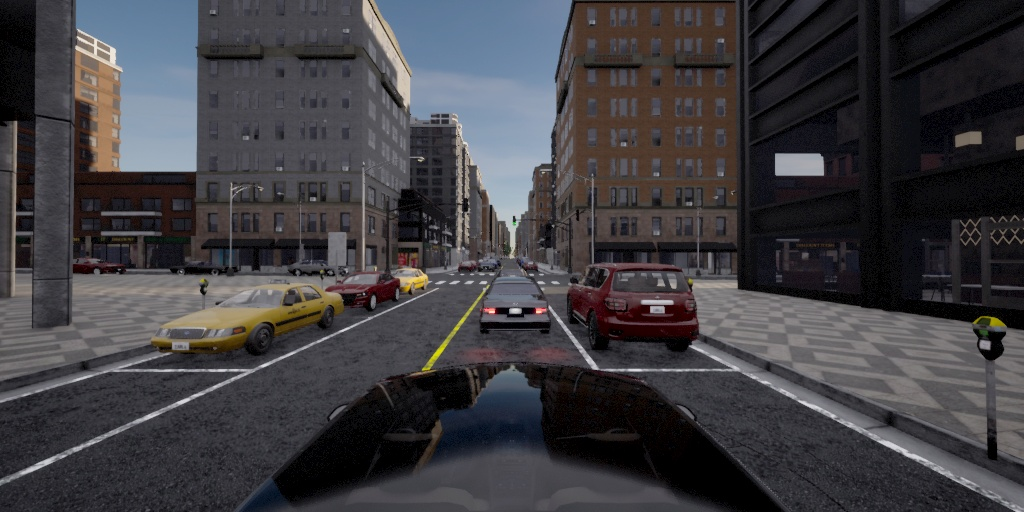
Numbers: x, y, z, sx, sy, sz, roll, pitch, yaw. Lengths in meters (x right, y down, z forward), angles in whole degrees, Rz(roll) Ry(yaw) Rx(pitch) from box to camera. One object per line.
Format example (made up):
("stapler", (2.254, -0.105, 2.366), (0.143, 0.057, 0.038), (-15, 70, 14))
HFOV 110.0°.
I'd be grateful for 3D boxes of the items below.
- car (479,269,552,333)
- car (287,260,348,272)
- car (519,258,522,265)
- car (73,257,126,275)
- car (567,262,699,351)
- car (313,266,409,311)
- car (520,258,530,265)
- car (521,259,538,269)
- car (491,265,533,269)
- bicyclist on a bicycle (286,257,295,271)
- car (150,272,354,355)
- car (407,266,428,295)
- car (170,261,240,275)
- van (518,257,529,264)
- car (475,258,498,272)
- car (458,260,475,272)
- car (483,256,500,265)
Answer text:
("car", (0.060, 1.299, 10.679), (2.033, 1.411, 5.357), (0, 0, 0))
("car", (-16.864, 1.092, 31.321), (4.902, 1.511, 2.128), (1, -1, 0))
("car", (2.470, 1.346, 58.564), (1.802, 1.307, 4.207), (0, 0, 0))
("car", (-36.856, 0.897, 31.382), (5.008, 1.535, 1.882), (1, -1, 0))
("car", (2.644, 1.066, 8.949), (2.192, 1.841, 5.009), (0, 0, 0))
("car", (-5.902, 1.298, 14.553), (1.888, 1.381, 4.507), (0, 0, 0))
("car", (2.490, 1.344, 52.891), (1.802, 1.307, 4.207), (0, 0, 0))
("car", (2.510, 1.343, 47.218), (1.802, 1.307, 4.207), (0, 0, 0))
("car", (0.005, 1.355, 20.602), (1.895, 1.301, 4.718), (0, 0, 0))
("bicyclist on a bicycle", (-23.138, 0.909, 37.578), (0.582, 1.620, 1.656), (0, 0, 0))
("car", (-5.881, 1.277, 8.758), (1.751, 1.417, 4.829), (0, 0, 0))
("car", (-5.921, 1.279, 20.007), (1.751, 1.417, 4.829), (0, 0, 0))
("car", (-26.761, 1.112, 31.346), (4.718, 1.301, 1.895), (1, -1, 0))
("van", (2.450, 1.108, 64.238), (1.690, 1.789, 3.998), (0, 0, 0))
("car", (-3.263, 1.325, 46.528), (1.994, 1.385, 4.181), (0, 0, -1))
("car", (-6.016, 1.306, 47.197), (1.888, 1.381, 4.507), (0, 0, 0))
("car", (-3.282, 1.241, 56.562), (1.882, 1.535, 5.008), (0, 0, 0))
